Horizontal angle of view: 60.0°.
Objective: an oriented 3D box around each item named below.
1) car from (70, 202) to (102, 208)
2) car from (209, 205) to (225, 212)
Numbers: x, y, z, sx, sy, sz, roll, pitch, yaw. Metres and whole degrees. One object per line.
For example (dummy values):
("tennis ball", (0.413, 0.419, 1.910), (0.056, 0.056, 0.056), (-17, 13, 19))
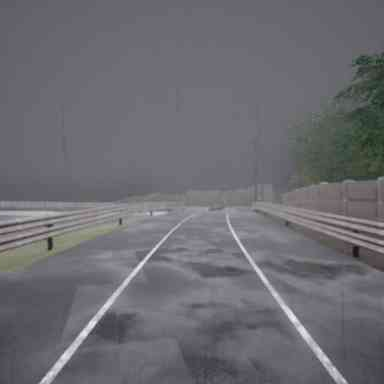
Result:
("car", (-16.291, 2.251, 51.773), (5.008, 1.535, 1.882), (3, -4, -37))
("car", (5.669, 3.613, 73.742), (1.837, 1.490, 4.892), (-2, -4, 34))
